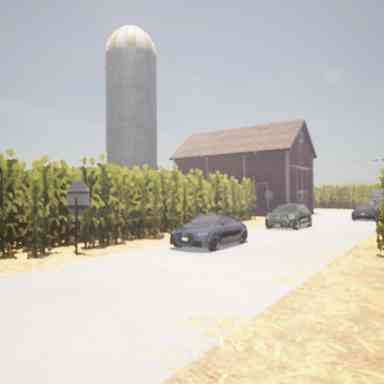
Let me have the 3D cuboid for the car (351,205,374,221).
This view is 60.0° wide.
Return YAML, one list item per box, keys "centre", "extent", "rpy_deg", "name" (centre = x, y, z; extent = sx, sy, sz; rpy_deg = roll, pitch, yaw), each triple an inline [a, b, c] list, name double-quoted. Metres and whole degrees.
- centre: [15.810, 1.854, 30.212]
  extent: [1.994, 1.385, 4.181]
  rpy_deg: [-1, -1, 35]
  name: "car"

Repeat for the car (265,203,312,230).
- centre: [6.768, 1.606, 23.143]
  extent: [2.097, 1.767, 4.553]
  rpy_deg: [-1, -1, 35]
  name: "car"

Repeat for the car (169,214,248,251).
- centre: [0.853, 1.699, 14.807]
  extent: [1.994, 1.385, 4.181]
  rpy_deg: [-1, -1, 35]
  name: "car"
